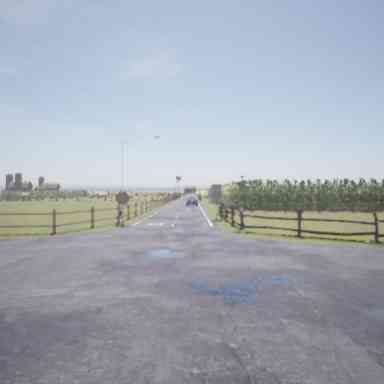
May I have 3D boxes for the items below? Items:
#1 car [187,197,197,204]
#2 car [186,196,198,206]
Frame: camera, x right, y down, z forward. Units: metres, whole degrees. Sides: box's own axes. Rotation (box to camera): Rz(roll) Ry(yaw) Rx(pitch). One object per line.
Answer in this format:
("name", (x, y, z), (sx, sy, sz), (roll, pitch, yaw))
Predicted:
("car", (0.003, 1.675, 68.879), (2.033, 1.411, 5.357), (0, 0, 0))
("car", (0.003, 1.571, 58.845), (2.097, 1.767, 4.553), (0, 0, 0))
